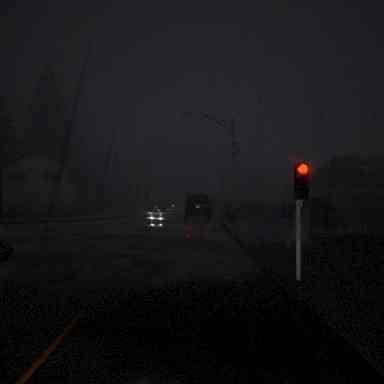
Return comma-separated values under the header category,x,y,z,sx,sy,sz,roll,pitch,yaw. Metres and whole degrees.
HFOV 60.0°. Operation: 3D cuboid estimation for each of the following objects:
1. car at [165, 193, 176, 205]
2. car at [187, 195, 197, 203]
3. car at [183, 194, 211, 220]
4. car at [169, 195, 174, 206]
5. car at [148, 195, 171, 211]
category,x,y,z,sx,sy,sz,roll,pitch,yaw
car,-4.063,1.221,60.429,2.150,2.045,5.566,0,0,0
car,0.009,1.575,76.660,2.097,1.767,4.553,0,0,0
car,0.416,1.221,28.046,2.150,2.045,5.566,1,0,0
car,-4.086,1.525,49.981,1.812,1.442,4.674,0,0,0
car,-4.096,1.491,39.977,2.128,1.511,4.902,0,0,0
